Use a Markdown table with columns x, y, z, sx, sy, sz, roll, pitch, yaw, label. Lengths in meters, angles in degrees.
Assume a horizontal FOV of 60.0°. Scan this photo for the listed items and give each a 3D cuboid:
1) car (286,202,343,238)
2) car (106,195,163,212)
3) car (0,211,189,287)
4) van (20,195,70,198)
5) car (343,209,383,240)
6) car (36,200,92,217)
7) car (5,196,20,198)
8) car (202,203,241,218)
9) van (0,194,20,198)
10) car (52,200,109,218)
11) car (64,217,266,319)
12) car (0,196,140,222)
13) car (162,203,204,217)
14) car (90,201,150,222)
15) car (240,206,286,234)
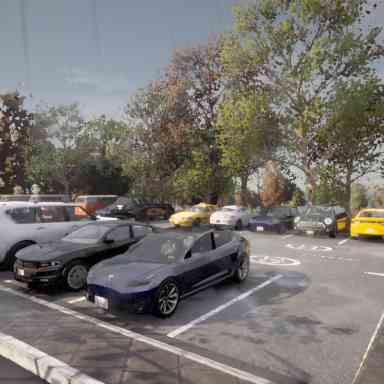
| x | y | z | sx | sy | sz | roll | pitch | yaw | label |
| --- | --- | --- | --- | --- | --- | --- | --- | --- | --- |
| 7.345 | 1.465 | 18.790 | 2.185 | 1.767 | 4.553 | 0 | 0 | 36 | car |
| -3.766 | 1.293 | 26.848 | 2.435 | 2.045 | 5.566 | 0 | 0 | 36 | car |
| -2.499 | 1.590 | 9.740 | 2.097 | 1.535 | 5.008 | 0 | 0 | 36 | car |
| -15.038 | 1.310 | 34.858 | 1.878 | 1.987 | 4.442 | 0 | 0 | 36 | van |
| 9.566 | 1.600 | 17.133 | 2.097 | 1.535 | 5.008 | 0 | 0 | 36 | car |
| -12.729 | 1.557 | 33.353 | 2.163 | 1.488 | 4.792 | 0 | 0 | 36 | car |
| -17.225 | 1.548 | 36.586 | 2.097 | 1.535 | 5.008 | 0 | 0 | 36 | car |
| 2.941 | 1.613 | 21.943 | 2.002 | 1.452 | 4.674 | 0 | 0 | 36 | car |
| -19.402 | 1.337 | 38.303 | 1.878 | 1.987 | 4.442 | 0 | 0 | 36 | van |
| -10.593 | 1.554 | 31.802 | 2.163 | 1.488 | 4.792 | 0 | 0 | 36 | car |
| -0.273 | 1.629 | 8.082 | 2.163 | 1.488 | 4.792 | 0 | 0 | 36 | car |
| -4.732 | 1.329 | 11.389 | 2.435 | 2.045 | 5.566 | 0 | 0 | 36 | car |
| 0.591 | 1.560 | 23.422 | 1.946 | 1.575 | 5.366 | 0 | 0 | 36 | car |
| -6.041 | 1.565 | 28.429 | 2.163 | 1.488 | 4.792 | 0 | 0 | 36 | car |
| 5.167 | 1.611 | 20.295 | 2.163 | 1.488 | 4.792 | 0 | 0 | 36 | car |
